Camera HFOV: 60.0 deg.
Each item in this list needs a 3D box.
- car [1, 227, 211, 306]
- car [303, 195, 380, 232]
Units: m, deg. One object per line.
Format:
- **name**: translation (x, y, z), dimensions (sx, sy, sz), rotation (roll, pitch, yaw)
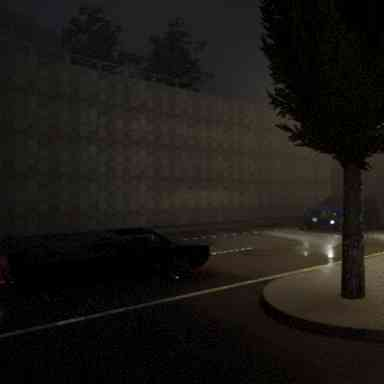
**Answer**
- **car**: translation (-1.932, 1.590, 8.127), dimensions (4.718, 1.301, 1.895), rotation (0, 0, -35)
- **car**: translation (9.102, 1.193, 20.059), dimensions (5.566, 2.045, 2.150), rotation (0, 0, -34)
